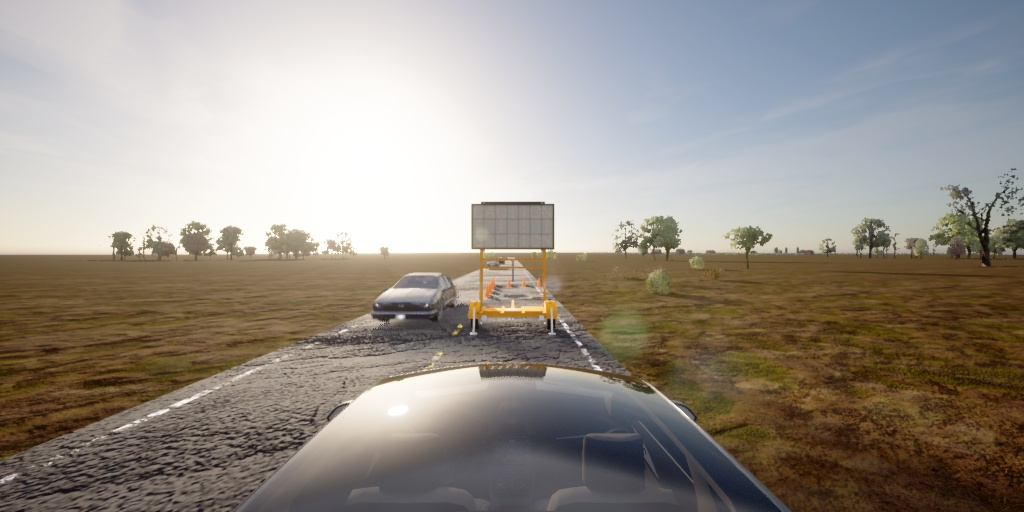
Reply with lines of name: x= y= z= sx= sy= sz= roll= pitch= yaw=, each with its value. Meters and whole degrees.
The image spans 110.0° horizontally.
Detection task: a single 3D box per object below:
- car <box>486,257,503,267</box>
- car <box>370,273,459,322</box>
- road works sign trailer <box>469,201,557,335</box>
car: x=-2.946 y=1.241 z=54.582 sx=2.128 sy=1.511 sz=4.902 roll=0 pitch=0 yaw=0
car: x=-3.072 y=1.297 z=12.545 sx=2.033 sy=1.411 sz=5.357 roll=0 pitch=0 yaw=0
road works sign trailer: x=0.026 y=0.214 z=10.518 sx=2.380 sy=3.560 sz=2.880 roll=0 pitch=0 yaw=0
